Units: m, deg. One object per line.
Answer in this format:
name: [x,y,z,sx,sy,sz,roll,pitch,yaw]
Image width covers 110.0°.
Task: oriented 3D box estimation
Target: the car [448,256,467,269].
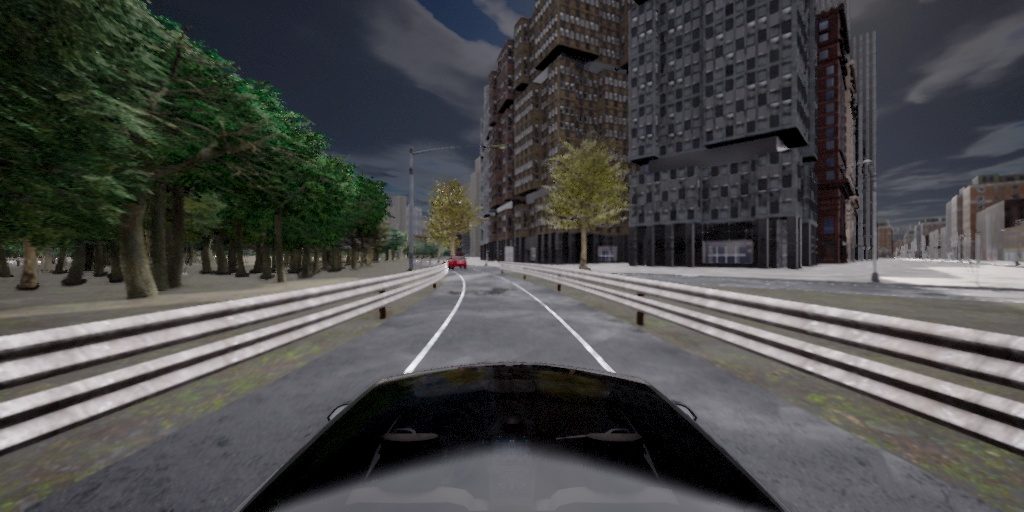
car: [-8.378,0.949,54.702,2.150,2.045,5.566,0,0,-20]
